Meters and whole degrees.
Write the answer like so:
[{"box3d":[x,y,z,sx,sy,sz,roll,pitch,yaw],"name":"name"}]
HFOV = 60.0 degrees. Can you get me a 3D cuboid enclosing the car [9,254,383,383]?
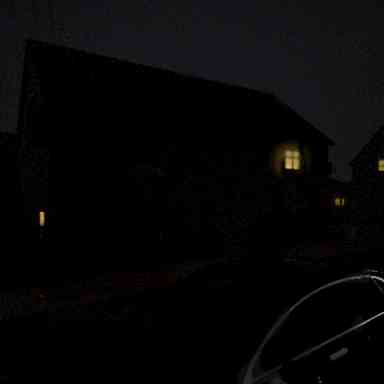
[{"box3d":[0.721,1.517,3.406,4.892,1.490,1.837,0,0,-35],"name":"car"}]
